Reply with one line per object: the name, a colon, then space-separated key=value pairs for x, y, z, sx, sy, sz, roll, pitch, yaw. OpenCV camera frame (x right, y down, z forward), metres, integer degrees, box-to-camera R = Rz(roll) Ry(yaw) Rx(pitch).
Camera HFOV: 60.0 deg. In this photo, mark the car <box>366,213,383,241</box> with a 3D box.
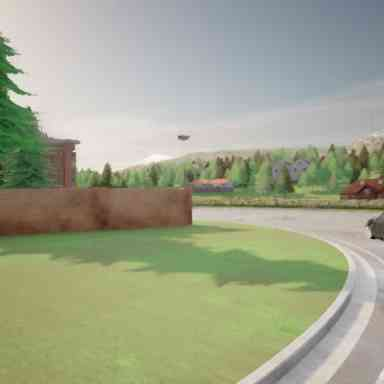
car: x=8.928 y=1.487 z=14.010 sx=1.882 sy=1.535 sz=5.008 roll=0 pitch=0 yaw=12
